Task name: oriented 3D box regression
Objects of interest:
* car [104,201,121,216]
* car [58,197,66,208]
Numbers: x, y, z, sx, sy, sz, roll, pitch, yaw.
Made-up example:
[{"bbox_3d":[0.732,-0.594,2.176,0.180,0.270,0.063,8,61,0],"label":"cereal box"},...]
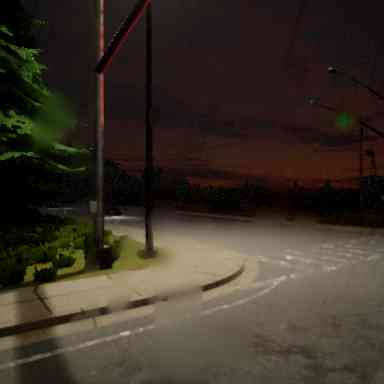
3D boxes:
[{"bbox_3d":[-8.240,1.570,31.319,1.994,1.385,4.181,0,0,-34],"label":"car"},{"bbox_3d":[-19.693,1.540,48.270,1.837,1.490,4.892,0,0,-34],"label":"car"}]
